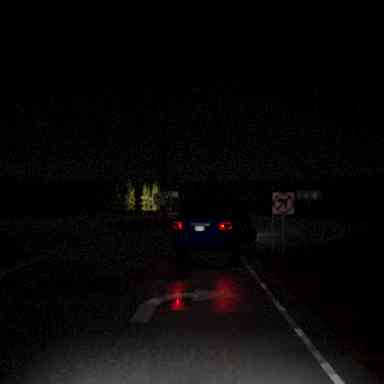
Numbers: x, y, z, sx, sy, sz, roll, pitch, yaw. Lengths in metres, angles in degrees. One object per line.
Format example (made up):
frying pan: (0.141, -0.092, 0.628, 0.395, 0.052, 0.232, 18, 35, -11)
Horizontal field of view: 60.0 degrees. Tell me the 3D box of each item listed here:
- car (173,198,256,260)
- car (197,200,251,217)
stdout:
car: (1.024, 1.264, 13.019, 2.150, 2.045, 5.566, -1, -1, 17)
car: (3.191, 1.603, 33.129, 4.902, 1.511, 2.128, 0, -1, 33)
